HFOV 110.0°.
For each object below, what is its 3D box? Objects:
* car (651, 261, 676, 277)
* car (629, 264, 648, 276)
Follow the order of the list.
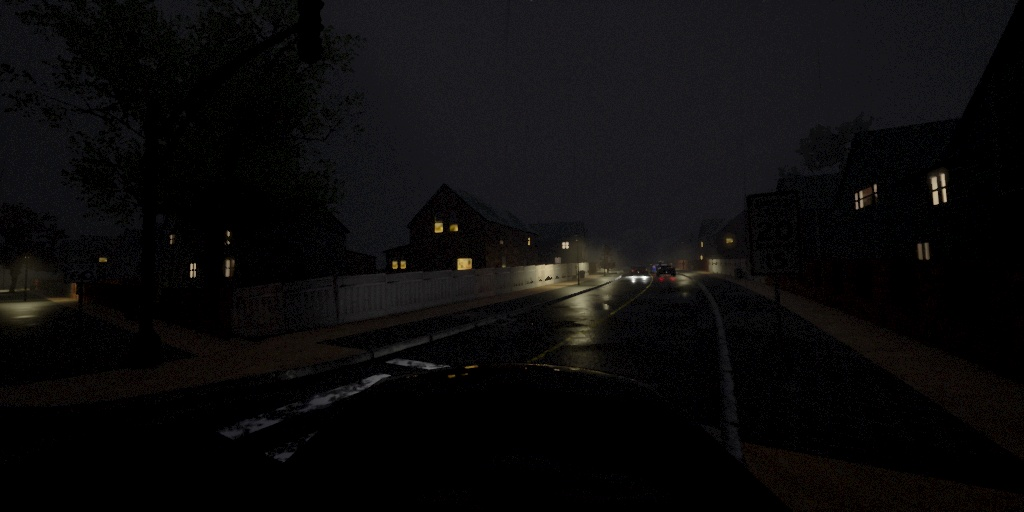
[{"bbox_3d":[16.819,1.473,39.370,2.128,1.511,4.902,-2,-1,20],"label":"car"},{"bbox_3d":[15.238,1.670,43.105,1.994,1.385,4.181,-2,-1,20],"label":"car"}]
